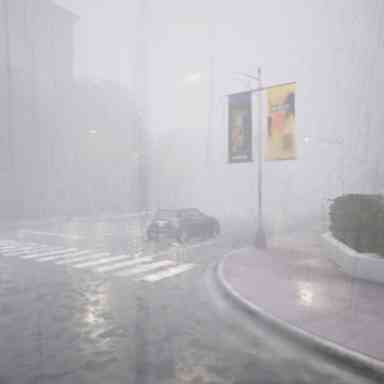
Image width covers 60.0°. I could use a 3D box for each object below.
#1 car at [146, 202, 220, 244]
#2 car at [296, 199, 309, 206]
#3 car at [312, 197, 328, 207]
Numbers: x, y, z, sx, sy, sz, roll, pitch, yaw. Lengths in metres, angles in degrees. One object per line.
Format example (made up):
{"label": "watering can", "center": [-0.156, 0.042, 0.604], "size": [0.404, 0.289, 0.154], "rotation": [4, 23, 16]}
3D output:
{"label": "car", "center": [-0.329, 1.609, 17.713], "size": [2.097, 1.767, 4.553], "rotation": [-1, -1, 33]}
{"label": "car", "center": [25.248, 2.351, 75.996], "size": [2.097, 1.767, 4.553], "rotation": [-1, -1, 33]}
{"label": "car", "center": [28.161, 2.458, 74.053], "size": [1.837, 1.490, 4.892], "rotation": [-1, -1, 33]}
